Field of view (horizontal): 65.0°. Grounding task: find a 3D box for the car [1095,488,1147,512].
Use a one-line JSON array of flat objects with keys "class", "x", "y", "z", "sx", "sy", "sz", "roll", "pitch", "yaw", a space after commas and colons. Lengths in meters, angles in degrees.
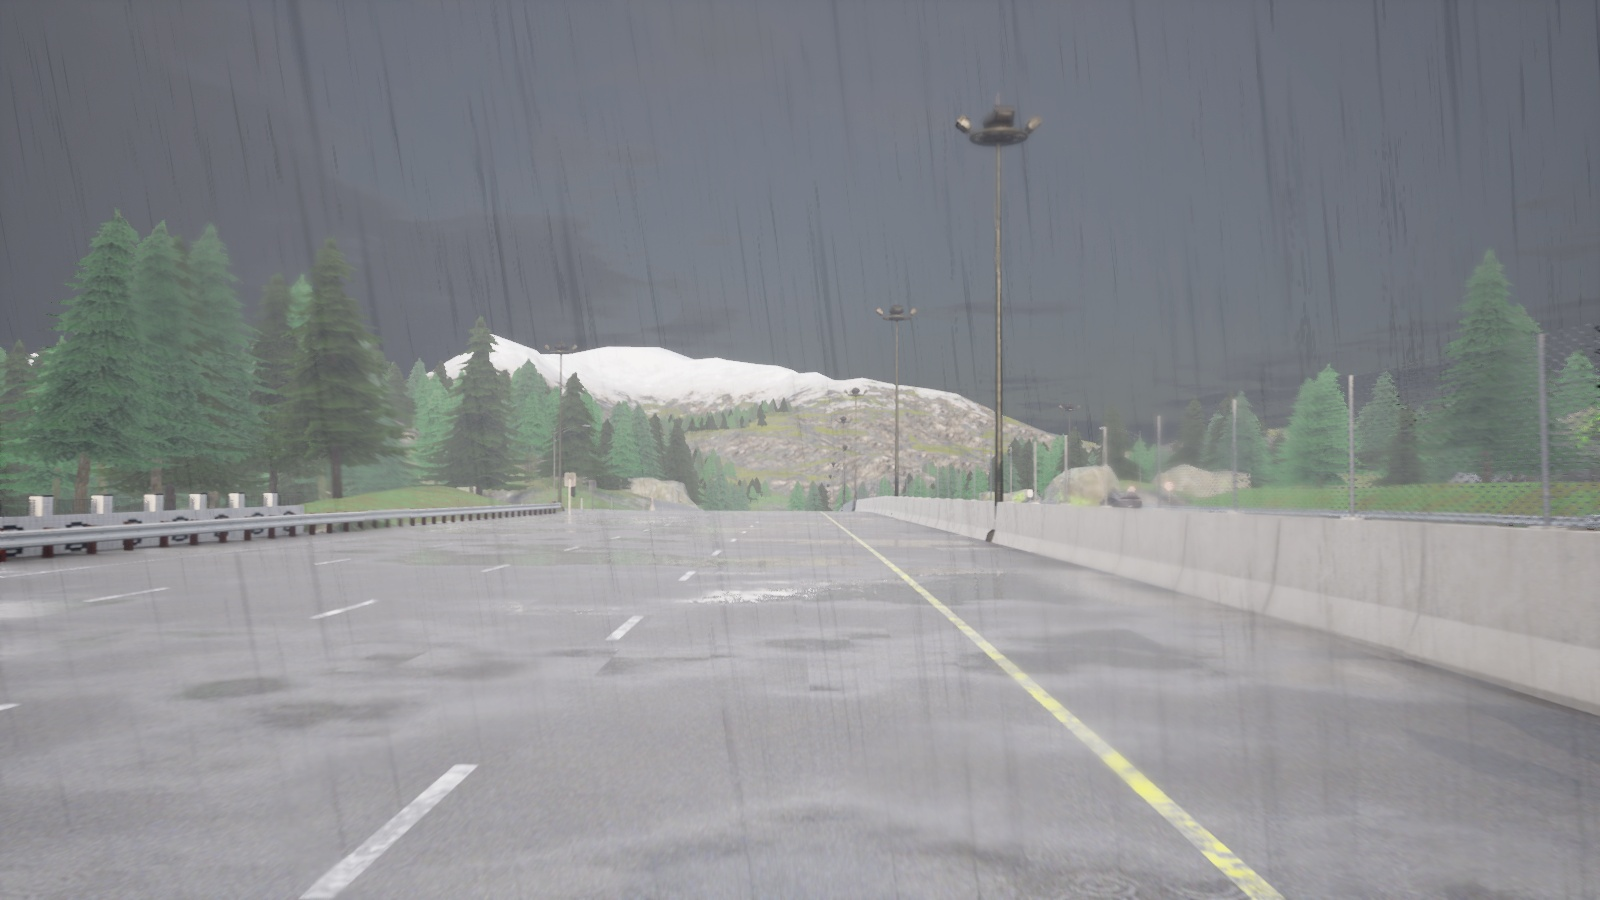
[{"class": "car", "x": 20.807, "y": 3.247, "z": 81.570, "sx": 2.128, "sy": 1.511, "sz": 4.902, "roll": 0, "pitch": -2, "yaw": 0}]
